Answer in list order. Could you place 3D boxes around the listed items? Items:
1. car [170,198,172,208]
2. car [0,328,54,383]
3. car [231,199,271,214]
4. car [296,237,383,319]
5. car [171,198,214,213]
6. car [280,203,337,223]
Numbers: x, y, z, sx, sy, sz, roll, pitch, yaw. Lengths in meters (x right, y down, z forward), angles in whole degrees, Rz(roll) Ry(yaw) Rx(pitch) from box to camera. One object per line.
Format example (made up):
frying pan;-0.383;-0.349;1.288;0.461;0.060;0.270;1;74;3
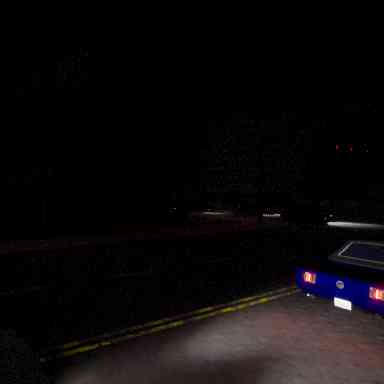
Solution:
car;-3.324;1.547;48.875;2.033;1.411;5.357;0;0;-36
car;-3.115;1.601;1.530;4.718;1.301;1.895;0;0;-35
car;6.229;1.502;35.528;1.837;1.490;4.892;0;1;-36
car;4.368;1.601;6.885;4.718;1.301;1.895;0;0;-35
car;0.226;1.547;37.895;2.033;1.411;5.357;0;0;-36
car;8.953;1.564;25.790;1.994;1.385;4.181;0;0;-36
